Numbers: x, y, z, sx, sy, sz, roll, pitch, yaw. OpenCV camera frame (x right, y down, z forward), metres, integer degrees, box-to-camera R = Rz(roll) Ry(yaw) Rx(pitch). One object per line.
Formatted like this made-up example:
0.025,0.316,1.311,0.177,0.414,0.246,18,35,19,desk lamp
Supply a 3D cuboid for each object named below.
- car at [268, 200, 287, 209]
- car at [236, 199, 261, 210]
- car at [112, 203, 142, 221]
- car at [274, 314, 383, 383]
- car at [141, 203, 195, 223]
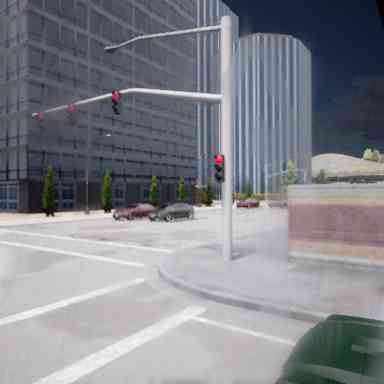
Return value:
12.642,1.770,47.653,1.895,1.301,4.718,0,0,36,car
8.060,1.669,47.314,1.882,1.535,5.008,0,-1,36,car
-4.867,1.718,29.347,1.812,1.442,4.674,0,0,35,car
2.873,1.592,1.938,4.718,1.301,1.895,0,0,35,car
-1.668,1.674,27.836,1.837,1.490,4.892,0,0,36,car
